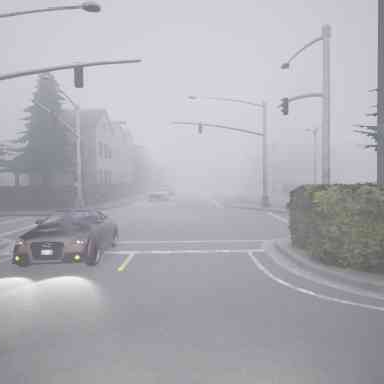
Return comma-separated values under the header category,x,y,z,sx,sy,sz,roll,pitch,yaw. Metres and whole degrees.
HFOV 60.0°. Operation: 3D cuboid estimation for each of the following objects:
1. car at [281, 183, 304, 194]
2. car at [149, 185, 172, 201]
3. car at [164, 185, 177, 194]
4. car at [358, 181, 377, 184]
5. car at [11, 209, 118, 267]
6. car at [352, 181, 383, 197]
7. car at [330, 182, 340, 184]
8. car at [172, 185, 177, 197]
category,x,y,z,sx,sy,sz,roll,pitch,yaw
car,15.293,-0.506,52.018,2.007,1.523,4.514,-1,2,0
car,-3.699,0.186,37.723,1.882,1.535,5.008,-1,2,0
car,-3.692,-0.474,58.125,1.837,1.490,4.892,-1,2,0
car,19.030,-0.169,34.158,1.905,1.878,3.866,-1,2,0
car,-3.523,1.224,9.947,1.994,1.385,4.181,-1,1,-1
car,22.280,-0.452,42.036,1.932,1.855,4.605,-1,2,0
car,25.336,-1.018,59.426,2.152,1.636,5.027,-1,2,0
car,-3.712,-0.277,47.741,2.097,1.767,4.553,-1,2,0
